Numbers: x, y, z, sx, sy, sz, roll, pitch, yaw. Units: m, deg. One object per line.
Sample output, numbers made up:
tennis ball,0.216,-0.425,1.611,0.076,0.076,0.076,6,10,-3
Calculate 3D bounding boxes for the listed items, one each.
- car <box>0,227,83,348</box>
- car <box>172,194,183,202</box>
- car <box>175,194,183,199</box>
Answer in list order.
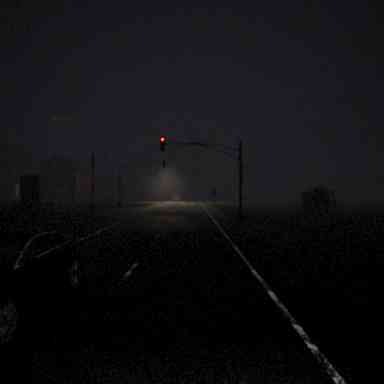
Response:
car,-3.594,1.490,6.307,2.128,1.511,4.902,0,0,0
car,-3.489,1.395,73.998,1.882,1.535,5.008,0,0,0
car,-3.486,1.259,90.425,1.812,1.442,4.674,0,0,0
